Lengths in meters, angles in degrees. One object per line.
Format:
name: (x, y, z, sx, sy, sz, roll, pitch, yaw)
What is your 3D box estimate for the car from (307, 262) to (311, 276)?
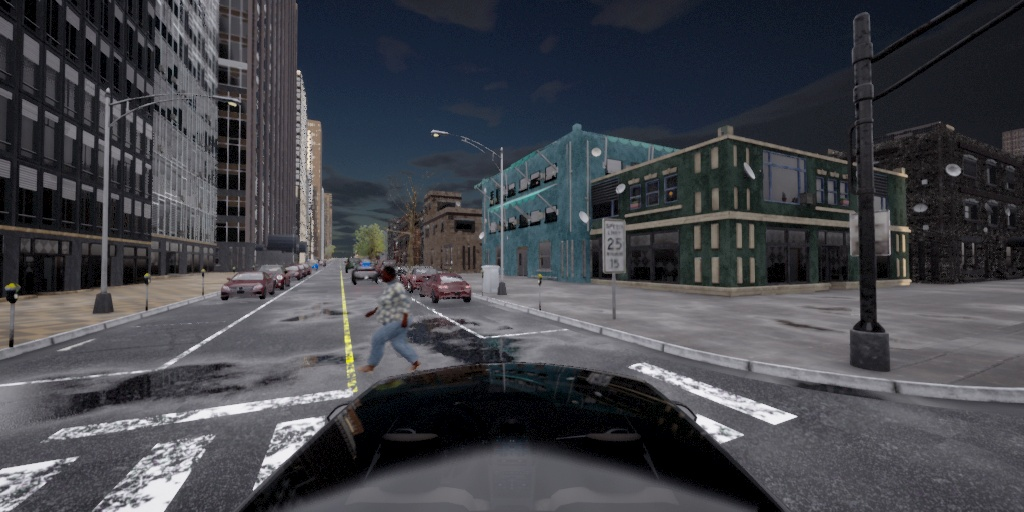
car: (-22.694, 1.567, 37.965, 1.802, 1.307, 4.207, 0, 0, -26)

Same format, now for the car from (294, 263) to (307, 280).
car: (-20.292, 1.529, 32.963, 1.802, 1.307, 4.207, 0, 0, -26)

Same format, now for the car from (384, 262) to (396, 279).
car: (-10.335, 1.512, 31.593, 2.007, 1.370, 4.403, 0, 0, -26)

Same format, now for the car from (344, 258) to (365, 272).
car: (-22.961, 1.318, 51.909, 2.150, 2.045, 5.566, 0, -2, -26)

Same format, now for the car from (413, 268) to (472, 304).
car: (-3.131, 1.419, 16.594, 1.802, 1.307, 4.207, 0, 0, -26)

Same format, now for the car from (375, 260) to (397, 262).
car: (-12.737, 1.316, 36.592, 2.192, 1.841, 5.009, 0, 0, -26)

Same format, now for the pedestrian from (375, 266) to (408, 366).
pedestrian: (-1.997, 1.030, 5.932, 0.375, 1.860, 0.375, 1, -2, -26)

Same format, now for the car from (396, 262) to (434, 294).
car: (-5.533, 1.319, 21.595, 1.967, 1.591, 4.097, 0, 0, -26)

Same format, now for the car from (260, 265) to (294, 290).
car: (-15.488, 1.307, 22.965, 1.967, 1.591, 4.097, 0, 0, -26)

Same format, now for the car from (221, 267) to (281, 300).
car: (-13.087, 1.408, 17.967, 1.802, 1.307, 4.207, 0, 0, -26)

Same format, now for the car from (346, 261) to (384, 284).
car: (-11.955, 1.425, 28.990, 2.128, 1.511, 4.902, 0, -1, -26)

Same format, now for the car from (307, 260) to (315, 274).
car: (-25.095, 1.567, 42.965, 1.888, 1.381, 4.507, 0, 0, -26)
